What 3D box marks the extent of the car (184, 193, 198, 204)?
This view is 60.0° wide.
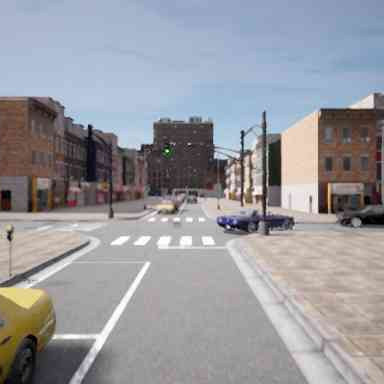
[{"bbox_3d":[-0.008,1.368,65.124,2.097,1.767,4.553,0,0,0],"label":"car"}]

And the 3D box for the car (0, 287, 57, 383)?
[{"bbox_3d":[-2.634,1.523,2.465,1.752,1.417,4.829,0,0,0],"label":"car"}]

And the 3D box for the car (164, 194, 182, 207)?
[{"bbox_3d":[-2.639,1.304,40.036,2.192,1.841,5.009,0,0,0],"label":"car"}]

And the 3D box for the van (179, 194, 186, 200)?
[{"bbox_3d":[-2.646,1.391,94.478,1.690,1.788,3.998,0,0,0],"label":"van"}]

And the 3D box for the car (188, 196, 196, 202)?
[{"bbox_3d":[-0.009,1.626,75.305,1.895,1.301,4.718,0,0,0],"label":"car"}]

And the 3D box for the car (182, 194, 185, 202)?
[{"bbox_3d":[-2.643,1.537,61.642,1.752,1.417,4.829,0,0,0],"label":"car"}]

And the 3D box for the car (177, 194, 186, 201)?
[{"bbox_3d":[-2.645,1.355,83.590,2.192,1.841,5.009,0,0,0],"label":"car"}]

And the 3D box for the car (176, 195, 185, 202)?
[{"bbox_3d":[-2.645,1.474,78.145,1.967,1.590,4.097,0,0,0],"label":"car"}]

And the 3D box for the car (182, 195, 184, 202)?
[{"bbox_3d":[-2.642,1.549,50.925,2.008,1.369,4.403,0,0,0],"label":"car"}]

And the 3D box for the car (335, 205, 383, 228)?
[{"bbox_3d":[12.449,1.619,22.815,5.008,1.535,1.882,1,0,0],"label":"car"}]

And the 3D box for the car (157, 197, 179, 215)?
[{"bbox_3d":[-2.639,1.512,34.423,1.752,1.417,4.829,0,0,0],"label":"car"}]

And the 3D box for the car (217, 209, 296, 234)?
[{"bbox_3d":[3.835,1.623,19.238,4.718,1.301,1.895,1,-1,-34],"label":"car"}]
